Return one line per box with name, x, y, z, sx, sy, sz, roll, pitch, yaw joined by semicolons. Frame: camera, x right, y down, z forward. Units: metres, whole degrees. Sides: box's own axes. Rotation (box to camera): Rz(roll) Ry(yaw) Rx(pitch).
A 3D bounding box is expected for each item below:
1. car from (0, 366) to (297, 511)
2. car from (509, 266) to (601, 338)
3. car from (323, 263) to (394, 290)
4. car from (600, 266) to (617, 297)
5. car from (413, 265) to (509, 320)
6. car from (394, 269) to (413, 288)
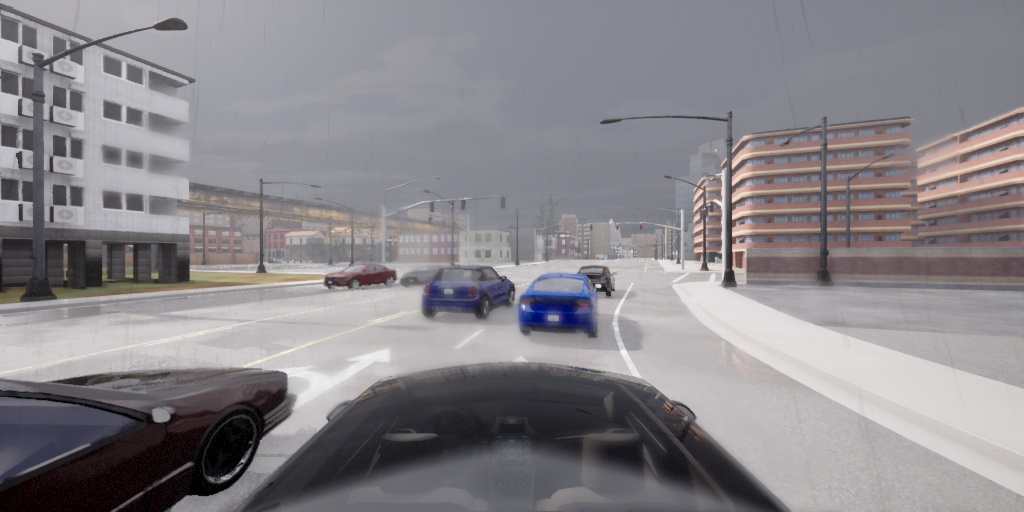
car;-3.351;1.297;1.464;2.033;1.411;5.357;0;0;2
car;1.516;1.228;10.356;1.882;1.535;5.008;0;0;14
car;-9.415;1.227;22.611;1.882;1.535;5.008;0;0;20
car;4.475;1.255;19.268;1.837;1.490;4.892;0;0;20
car;-1.358;1.102;12.958;2.097;1.767;4.553;0;0;16
car;-5.351;1.314;23.468;1.994;1.385;4.181;0;0;22
